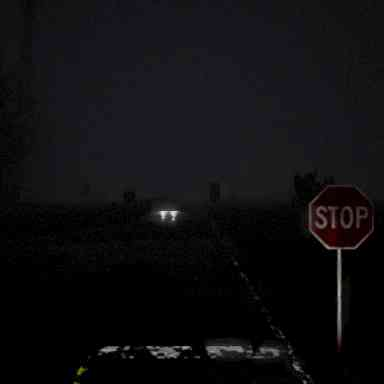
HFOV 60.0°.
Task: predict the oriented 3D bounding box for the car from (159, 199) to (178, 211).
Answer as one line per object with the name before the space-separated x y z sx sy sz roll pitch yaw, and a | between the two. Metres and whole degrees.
car | -2.733 1.551 39.432 1.994 1.385 4.181 0 0 0
